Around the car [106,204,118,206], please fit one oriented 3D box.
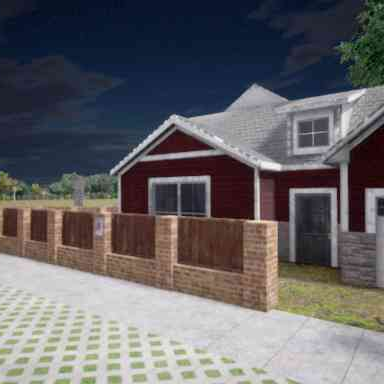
[{"bbox_3d":[-6.983,1.819,30.166,2.033,1.411,5.357,0,-1,35],"label":"car"}]
